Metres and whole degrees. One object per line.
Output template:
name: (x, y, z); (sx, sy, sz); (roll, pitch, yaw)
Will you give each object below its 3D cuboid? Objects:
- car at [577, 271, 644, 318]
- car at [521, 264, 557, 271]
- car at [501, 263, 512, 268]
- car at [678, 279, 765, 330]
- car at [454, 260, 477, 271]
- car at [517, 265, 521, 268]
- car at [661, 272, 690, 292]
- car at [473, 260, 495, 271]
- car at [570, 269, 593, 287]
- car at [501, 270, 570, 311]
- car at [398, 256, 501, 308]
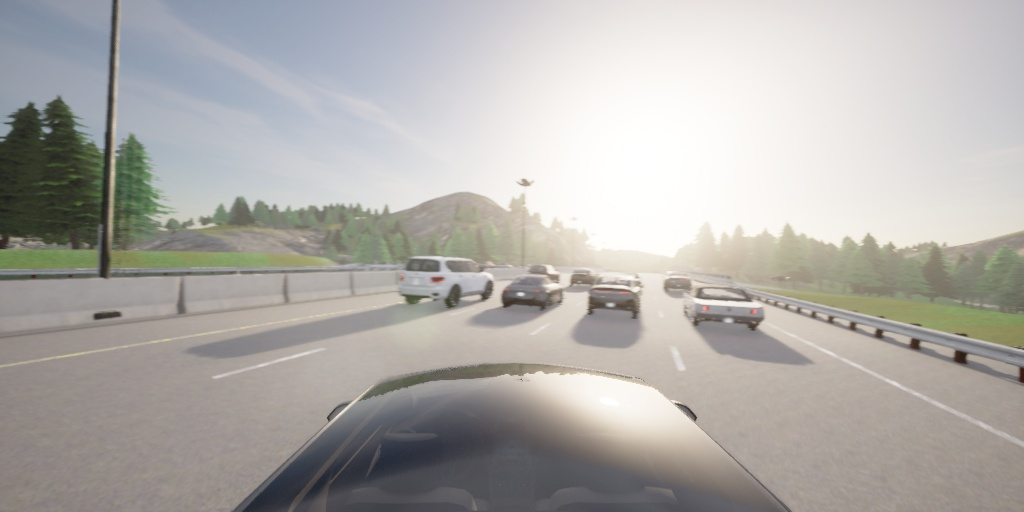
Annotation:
car: (4.269, 1.536, 14.710); (2.128, 1.511, 4.902); (2, -1, 20)
car: (2.751, 1.544, 31.115); (2.097, 1.767, 4.553); (2, -1, 20)
car: (-1.528, 1.936, 60.803); (2.128, 1.511, 4.902); (2, -1, 20)
car: (7.345, 1.717, 12.957); (1.895, 1.301, 4.718); (1, -1, 20)
car: (-8.082, 1.619, 63.175); (2.097, 1.767, 4.553); (2, -1, 20)
car: (2.211, 2.096, 60.835); (1.812, 1.442, 4.674); (2, -1, 20)
car: (12.648, 1.952, 27.628); (2.128, 1.511, 4.902); (2, -1, 20)
car: (-4.783, 1.710, 62.048); (2.097, 1.767, 4.553); (2, -1, 20)
car: (6.073, 1.789, 30.023); (1.837, 1.490, 4.892); (2, 0, 20)
car: (1.046, 1.525, 16.086); (1.994, 1.385, 4.181); (2, -1, 20)
car: (-2.697, 1.065, 16.036); (2.150, 2.045, 5.566); (2, 0, 20)
